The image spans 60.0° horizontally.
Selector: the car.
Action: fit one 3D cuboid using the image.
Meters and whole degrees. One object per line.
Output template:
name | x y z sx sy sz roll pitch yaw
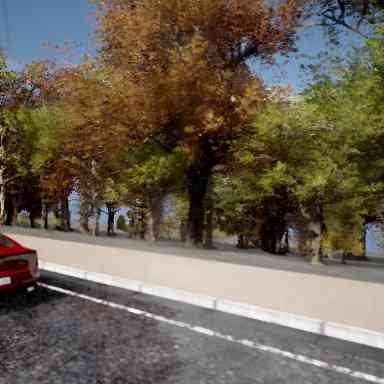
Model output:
car | -5.523 1.523 7.613 5.008 1.535 1.882 0 0 35
